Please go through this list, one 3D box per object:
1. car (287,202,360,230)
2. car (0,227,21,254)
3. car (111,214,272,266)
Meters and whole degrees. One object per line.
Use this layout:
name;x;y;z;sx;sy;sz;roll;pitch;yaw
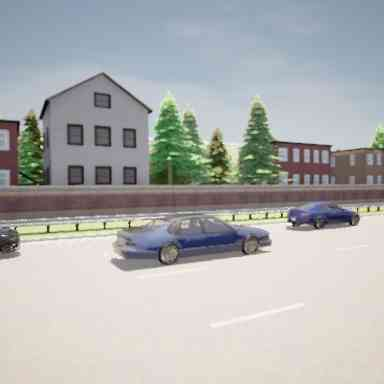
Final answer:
car;7.527;1.284;19.084;4.674;1.442;1.812;-1;1;-28
car;-8.238;1.505;10.686;4.892;1.490;1.837;-1;1;-28
car;0.099;1.453;11.165;5.357;1.411;2.033;-1;1;-28
